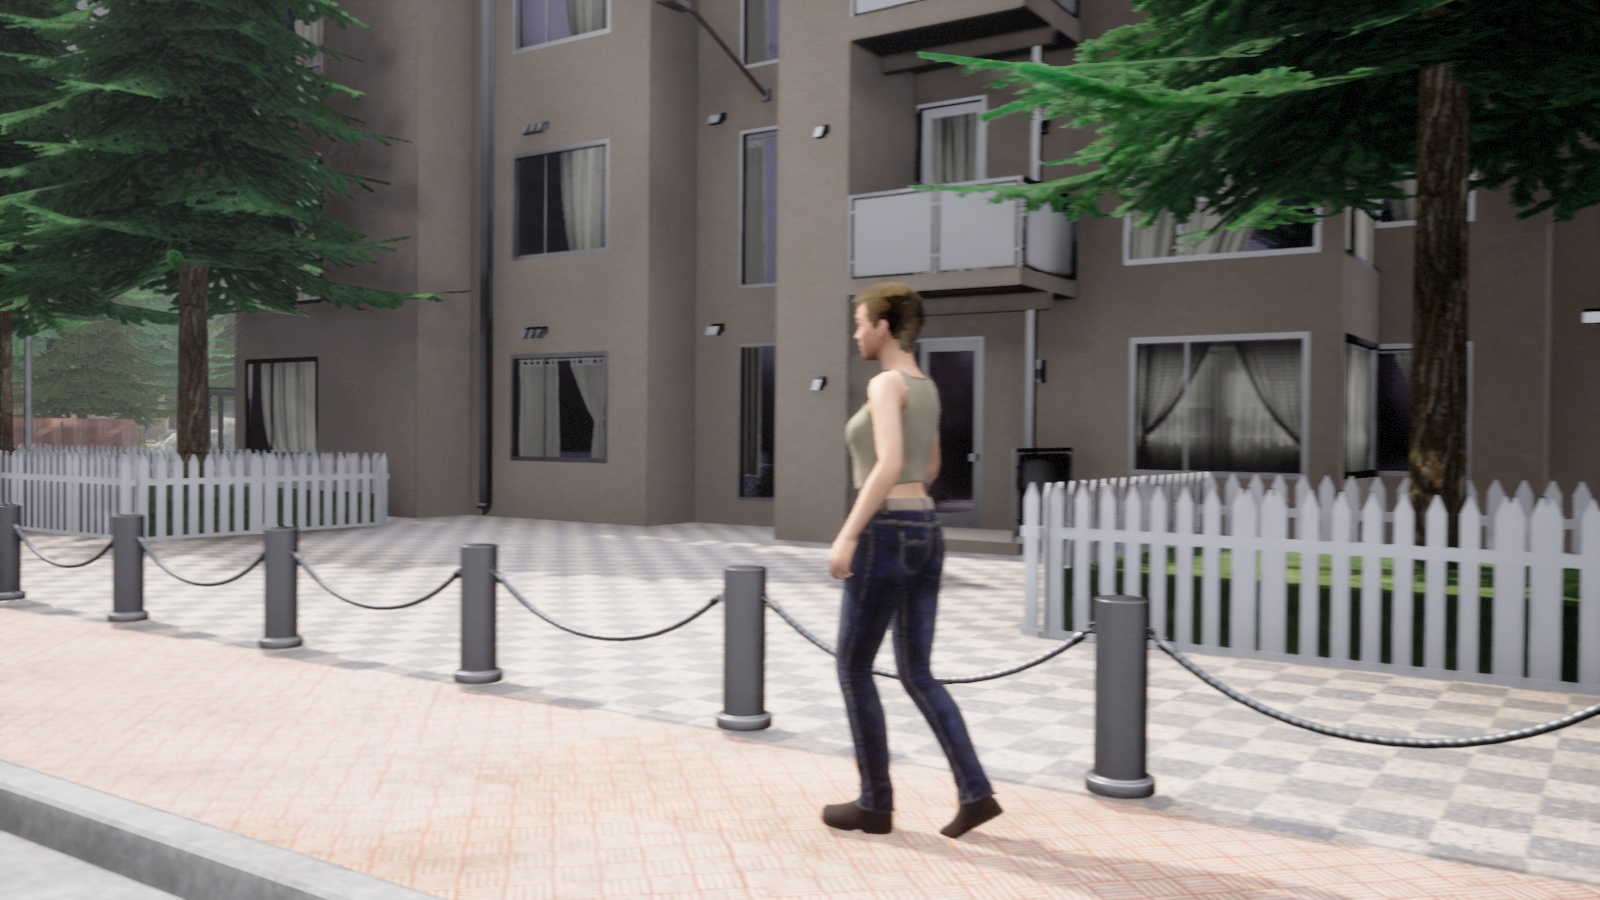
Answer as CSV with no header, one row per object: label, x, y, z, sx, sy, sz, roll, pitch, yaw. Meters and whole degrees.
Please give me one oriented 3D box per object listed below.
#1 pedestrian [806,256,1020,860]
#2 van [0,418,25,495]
pedestrian,0.370,0.327,4.122,0.594,1.836,0.345,0,1,34
van,-23.162,0.201,32.821,2.069,2.038,4.480,0,1,35
